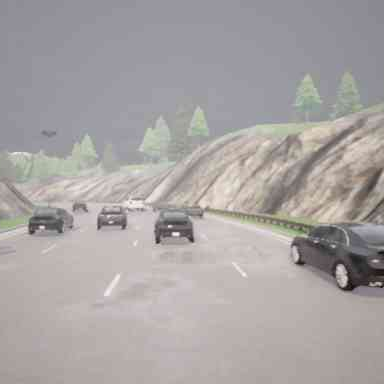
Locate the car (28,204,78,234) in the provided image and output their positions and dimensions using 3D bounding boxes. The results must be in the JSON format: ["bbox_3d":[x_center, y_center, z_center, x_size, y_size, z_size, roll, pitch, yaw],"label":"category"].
[{"bbox_3d":[-8.612,1.705,20.612,1.837,1.490,4.892,0,0,-9],"label":"car"}]

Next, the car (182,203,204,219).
[{"bbox_3d":[-0.228,1.753,31.756,2.128,1.511,4.902,0,-1,-14],"label":"car"}]

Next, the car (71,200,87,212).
[{"bbox_3d":[-15.596,1.938,45.997,1.837,1.490,4.892,1,0,-22],"label":"car"}]

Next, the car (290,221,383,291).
[{"bbox_3d":[4.282,1.567,9.209,1.837,1.490,4.892,0,0,-4],"label":"car"}]

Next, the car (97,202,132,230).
[{"bbox_3d":[-5.468,1.701,23.072,2.128,1.511,4.902,0,0,-10],"label":"car"}]

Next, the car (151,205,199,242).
[{"bbox_3d":[-1.035,1.651,17.246,1.837,1.490,4.892,0,-1,-8],"label":"car"}]

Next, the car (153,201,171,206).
[{"bbox_3d":[-3.966,1.945,44.622,1.994,1.385,4.181,0,0,-20],"label":"car"}]

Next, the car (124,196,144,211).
[{"bbox_3d":[-8.201,1.632,46.463,2.150,2.045,5.566,0,-1,-21],"label":"car"}]
